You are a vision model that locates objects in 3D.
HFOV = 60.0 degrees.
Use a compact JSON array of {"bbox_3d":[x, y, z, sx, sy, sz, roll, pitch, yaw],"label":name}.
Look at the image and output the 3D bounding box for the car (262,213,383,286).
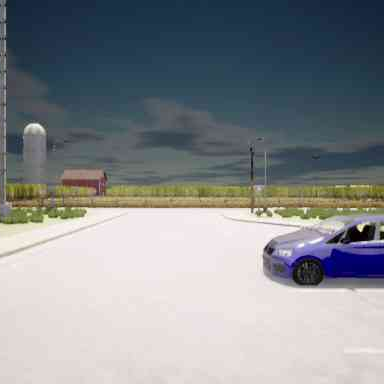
[{"bbox_3d":[4.216,1.426,8.756,4.611,1.667,2.242,0,0,1],"label":"car"}]
